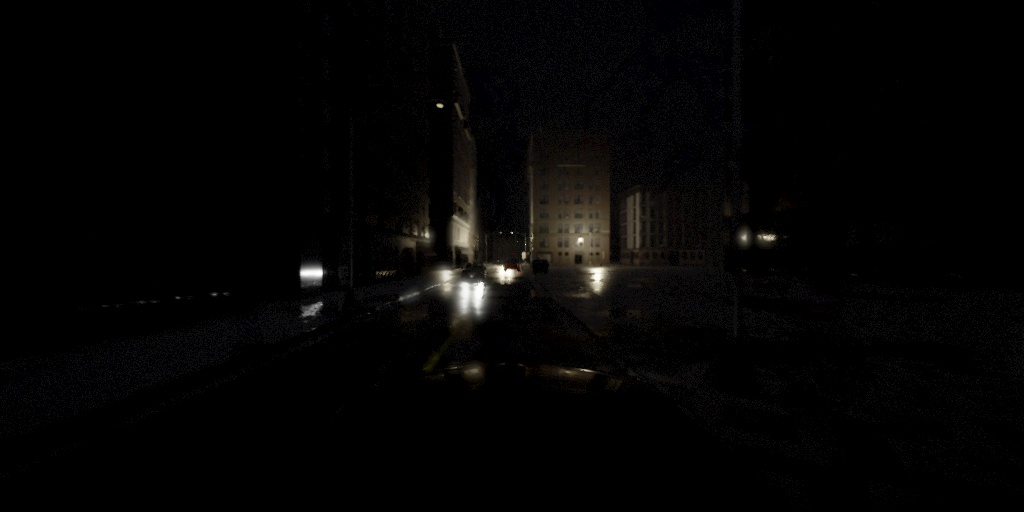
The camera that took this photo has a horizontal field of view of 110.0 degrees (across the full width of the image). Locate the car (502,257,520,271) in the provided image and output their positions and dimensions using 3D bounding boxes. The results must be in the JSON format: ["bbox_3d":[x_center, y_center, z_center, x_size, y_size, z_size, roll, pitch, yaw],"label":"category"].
[{"bbox_3d":[0.018,1.242,51.110,2.097,1.767,4.553,0,0,0],"label":"car"}]

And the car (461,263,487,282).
[{"bbox_3d":[-3.096,1.309,29.985,2.128,1.511,4.902,0,0,0],"label":"car"}]

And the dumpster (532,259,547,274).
[{"bbox_3d":[3.136,1.238,40.710,1.020,1.700,1.940,0,0,0],"label":"dumpster"}]
